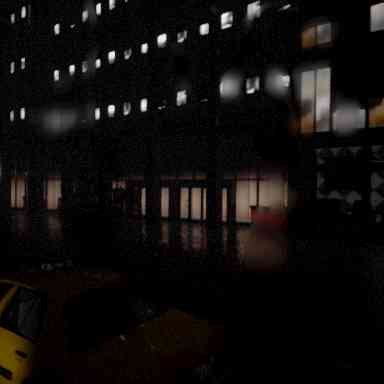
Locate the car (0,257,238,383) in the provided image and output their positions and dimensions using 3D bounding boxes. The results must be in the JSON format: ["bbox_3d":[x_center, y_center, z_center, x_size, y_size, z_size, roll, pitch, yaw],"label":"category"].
[{"bbox_3d":[-1.824,1.503,4.167,4.829,1.417,1.752,0,1,36],"label":"car"}]
